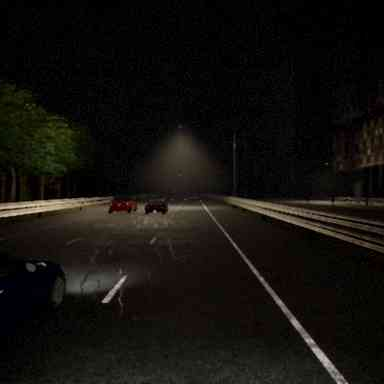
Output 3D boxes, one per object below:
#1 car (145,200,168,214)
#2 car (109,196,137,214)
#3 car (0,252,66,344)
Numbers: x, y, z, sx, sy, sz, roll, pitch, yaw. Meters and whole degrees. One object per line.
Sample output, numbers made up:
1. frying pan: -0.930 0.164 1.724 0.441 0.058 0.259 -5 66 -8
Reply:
1. car: -3.380 1.465 32.519 1.895 1.301 4.718 0 0 0
2. car: -6.880 1.212 33.681 2.097 1.767 4.553 0 0 0
3. car: -3.398 1.503 4.651 1.812 1.442 4.674 0 0 0
